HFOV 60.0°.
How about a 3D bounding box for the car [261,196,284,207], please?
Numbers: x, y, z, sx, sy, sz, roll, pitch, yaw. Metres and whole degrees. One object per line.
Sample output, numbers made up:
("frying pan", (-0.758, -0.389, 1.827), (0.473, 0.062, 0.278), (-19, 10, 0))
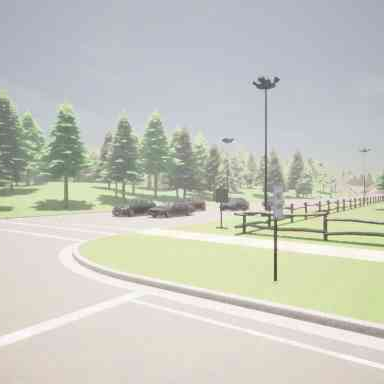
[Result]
("car", (12.170, 1.351, 50.234), (2.097, 1.767, 4.553), (0, 0, 35))

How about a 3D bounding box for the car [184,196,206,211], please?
("car", (-0.278, 1.352, 38.657), (2.097, 1.767, 4.553), (0, 0, 35))

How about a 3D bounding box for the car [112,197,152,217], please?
("car", (-5.371, 1.352, 31.410), (2.097, 1.767, 4.553), (0, 0, 35))

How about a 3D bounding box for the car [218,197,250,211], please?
("car", (5.203, 1.548, 40.376), (2.033, 1.411, 5.357), (0, 0, 35))

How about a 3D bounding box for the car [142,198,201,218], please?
("car", (-1.752, 1.547, 30.476), (2.033, 1.411, 5.357), (0, 0, 35))

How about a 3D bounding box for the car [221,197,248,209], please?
("car", (6.195, 1.499, 47.856), (1.837, 1.490, 4.892), (0, 2, 35))
